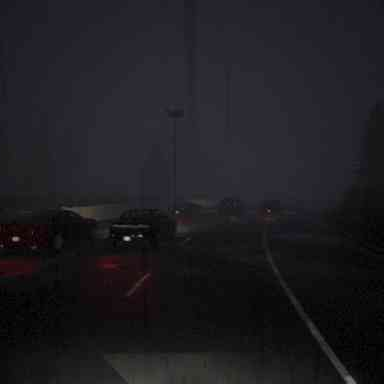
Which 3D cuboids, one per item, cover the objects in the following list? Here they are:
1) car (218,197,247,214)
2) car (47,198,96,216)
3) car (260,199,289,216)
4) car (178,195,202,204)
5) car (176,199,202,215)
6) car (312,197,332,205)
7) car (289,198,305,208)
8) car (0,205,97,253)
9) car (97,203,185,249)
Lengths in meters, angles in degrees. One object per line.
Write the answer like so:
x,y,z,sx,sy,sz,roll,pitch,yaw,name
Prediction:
4.375,1.305,35.462,2.097,1.767,4.553,0,0,23,car
-11.782,1.412,32.956,1.837,1.490,4.892,0,0,19,car
7.903,1.475,32.324,1.837,1.490,4.892,0,0,23,car
-0.335,1.369,62.785,1.882,1.535,5.008,0,0,35,car
-0.566,1.543,32.716,1.895,1.301,4.718,0,0,20,car
22.848,1.571,58.411,1.895,1.301,4.718,0,0,43,car
14.775,1.564,48.041,1.895,1.301,4.718,0,0,35,car
-5.605,1.437,13.723,1.882,1.535,5.008,0,0,8,car
-1.949,1.461,14.417,2.128,1.511,4.902,0,0,9,car
